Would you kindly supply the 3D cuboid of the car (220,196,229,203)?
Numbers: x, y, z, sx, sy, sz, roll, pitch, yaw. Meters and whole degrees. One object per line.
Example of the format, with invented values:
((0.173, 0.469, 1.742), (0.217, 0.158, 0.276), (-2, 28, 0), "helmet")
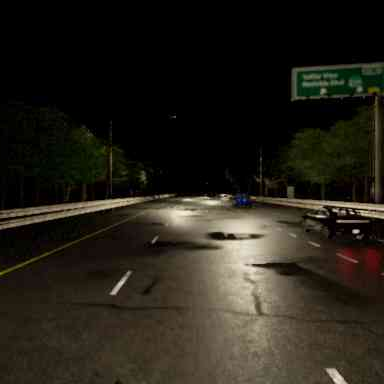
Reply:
((7.076, 1.502, 71.132), (1.812, 1.442, 4.674), (0, 0, 0), "car")

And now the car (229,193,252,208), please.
((7.046, 1.205, 47.078), (2.150, 2.045, 5.566), (0, 0, 0), "car")

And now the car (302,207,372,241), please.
((7.014, 1.486, 16.651), (2.128, 1.511, 4.902), (0, 0, 0), "car")
